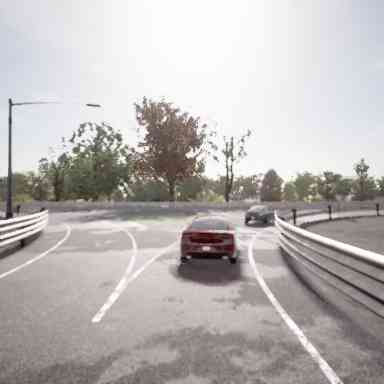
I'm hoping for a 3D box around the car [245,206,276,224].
[{"bbox_3d":[5.900,1.914,28.323,1.812,1.442,4.674,0,-1,28],"label":"car"}]

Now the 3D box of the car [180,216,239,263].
[{"bbox_3d":[0.784,1.655,12.878,1.882,1.535,5.008,0,-1,8],"label":"car"}]
